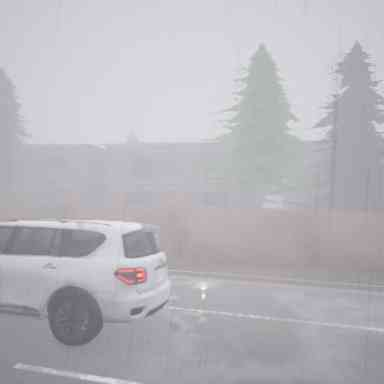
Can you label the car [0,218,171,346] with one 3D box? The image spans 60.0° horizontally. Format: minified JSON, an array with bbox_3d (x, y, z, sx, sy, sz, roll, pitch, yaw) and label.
[{"bbox_3d":[-3.201,1.556,6.877,5.566,2.045,2.150,1,-4,13],"label":"car"}]
